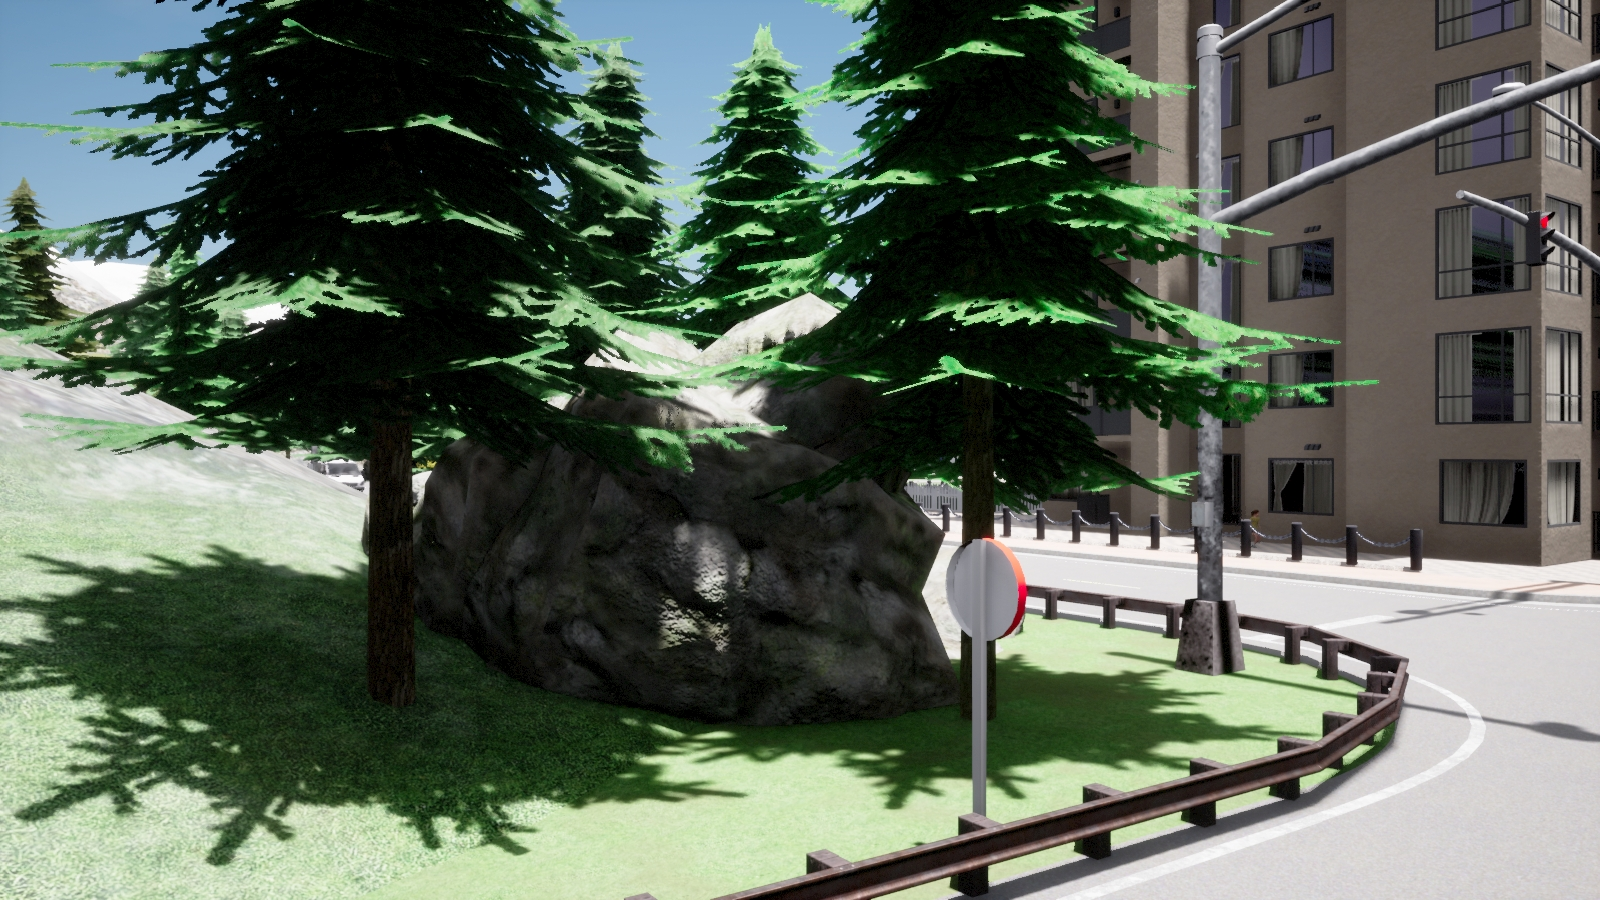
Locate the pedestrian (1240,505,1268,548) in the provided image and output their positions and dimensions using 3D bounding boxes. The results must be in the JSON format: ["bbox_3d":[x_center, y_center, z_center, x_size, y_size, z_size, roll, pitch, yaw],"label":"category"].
[{"bbox_3d":[12.123,2.040,30.493,0.500,1.100,0.500,0,0,-33],"label":"pedestrian"}]
